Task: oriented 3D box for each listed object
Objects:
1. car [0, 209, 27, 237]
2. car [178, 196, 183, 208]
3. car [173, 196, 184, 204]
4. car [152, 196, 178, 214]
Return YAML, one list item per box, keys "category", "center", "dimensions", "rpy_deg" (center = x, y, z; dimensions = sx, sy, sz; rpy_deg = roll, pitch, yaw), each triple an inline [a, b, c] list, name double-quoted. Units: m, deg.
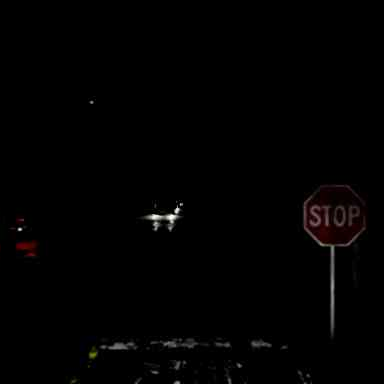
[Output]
- category: "car"
  center: [-10.669, 1.556, 16.374]
  dimensions: [4.892, 1.490, 1.837]
  rpy_deg: [-1, -2, 9]
- category: "car"
  center: [-2.839, 1.354, 48.152]
  dimensions: [2.097, 1.767, 4.553]
  rpy_deg: [0, 0, 0]
- category: "car"
  center: [-2.745, 1.574, 67.424]
  dimensions: [2.033, 1.411, 5.357]
  rpy_deg: [0, 0, 0]
- category: "car"
  center: [-2.847, 1.340, 34.405]
  dimensions: [2.097, 1.767, 4.553]
  rpy_deg: [0, 0, 0]
